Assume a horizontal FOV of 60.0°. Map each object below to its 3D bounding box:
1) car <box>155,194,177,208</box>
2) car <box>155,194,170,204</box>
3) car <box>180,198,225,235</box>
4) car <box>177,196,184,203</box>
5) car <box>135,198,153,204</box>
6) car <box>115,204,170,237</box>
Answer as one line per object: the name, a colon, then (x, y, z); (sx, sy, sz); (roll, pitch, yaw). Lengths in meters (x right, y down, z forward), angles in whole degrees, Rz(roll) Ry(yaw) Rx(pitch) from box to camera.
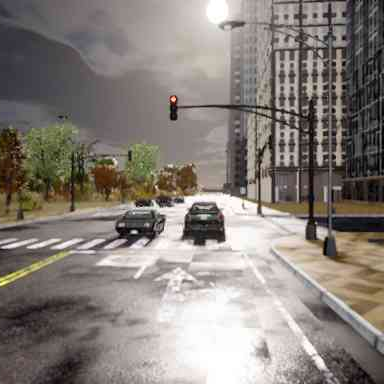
car: (-3.700, 1.435, 47.754); (1.837, 1.490, 4.892); (0, 0, 5)
car: (-5.613, 1.267, 63.501); (2.097, 1.767, 4.553); (0, 0, 5)
car: (0.742, 1.307, 18.749); (2.097, 1.767, 4.553); (0, 0, 4)
car: (-2.383, 1.479, 63.185); (1.994, 1.385, 4.181); (0, 0, 5)
car: (-6.929, 1.493, 48.127); (1.994, 1.385, 4.181); (0, 0, 5)
car: (-2.573, 1.568, 17.823); (1.895, 1.301, 4.718); (0, 0, 3)
